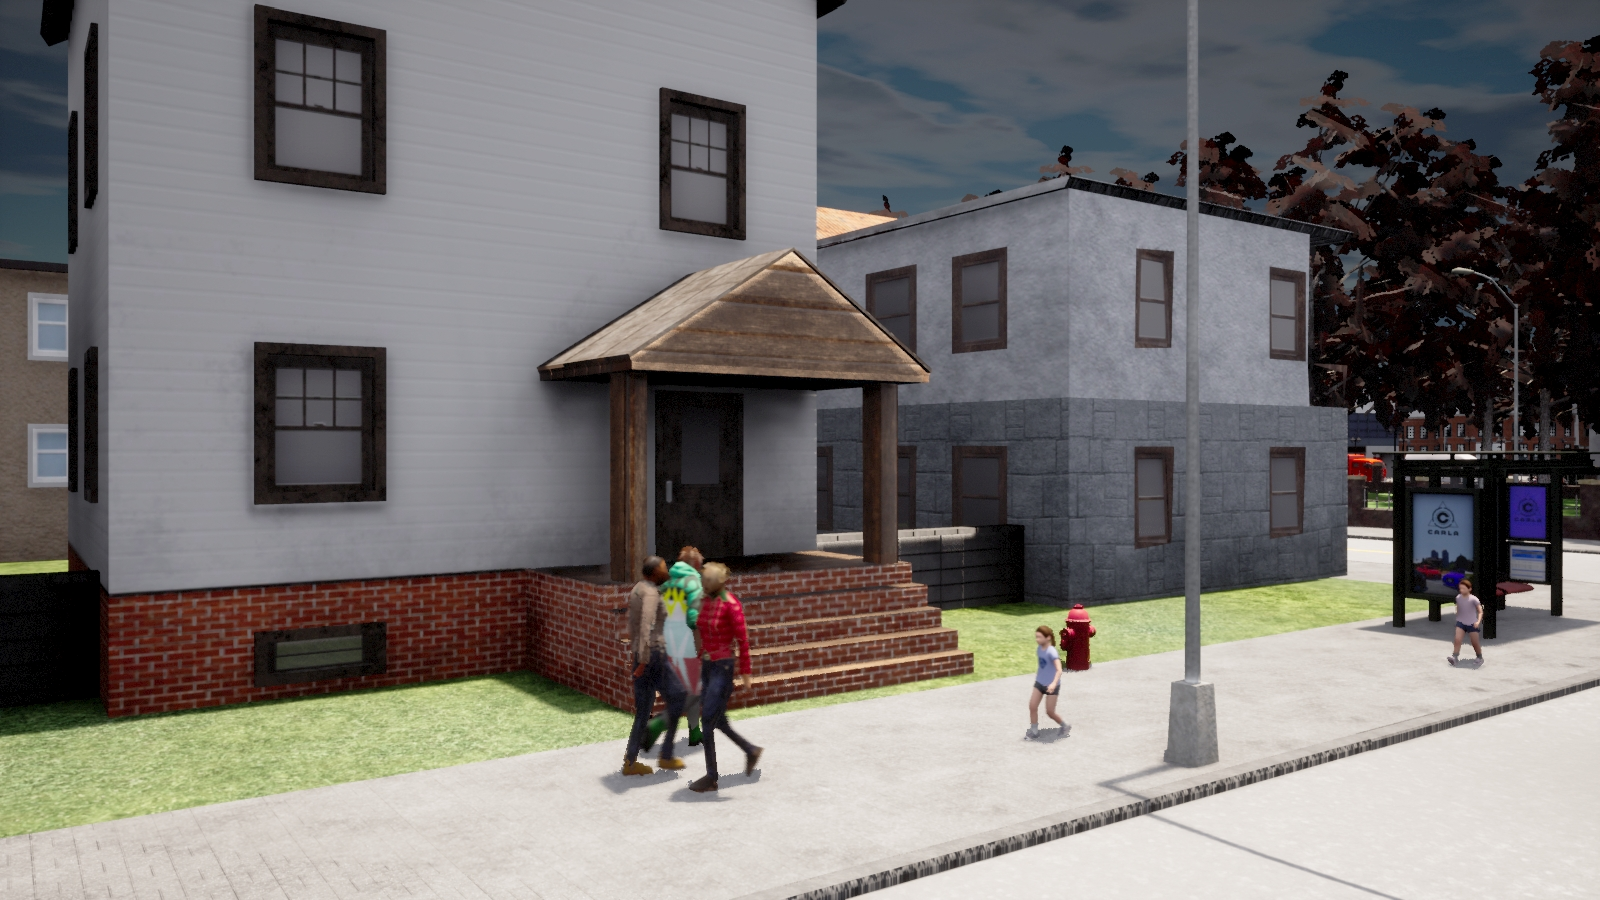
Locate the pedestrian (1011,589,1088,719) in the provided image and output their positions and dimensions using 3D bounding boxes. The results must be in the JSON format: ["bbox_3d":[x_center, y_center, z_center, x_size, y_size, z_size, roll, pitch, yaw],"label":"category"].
[{"bbox_3d":[2.343,1.904,10.752,0.500,1.100,0.500,0,0,-32],"label":"pedestrian"}]

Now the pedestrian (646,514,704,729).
[{"bbox_3d":[-1.127,1.524,10.300,0.375,1.860,0.375,0,0,-39],"label":"pedestrian"}]

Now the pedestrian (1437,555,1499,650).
[{"bbox_3d":[8.375,1.896,14.324,0.500,1.100,0.500,0,0,-33],"label":"pedestrian"}]

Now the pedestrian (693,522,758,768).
[{"bbox_3d":[-0.593,1.523,9.082,0.375,1.860,0.375,0,0,-38],"label":"pedestrian"}]

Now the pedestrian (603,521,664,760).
[{"bbox_3d":[-1.359,1.525,9.319,0.375,1.860,0.375,0,0,-31],"label":"pedestrian"}]
